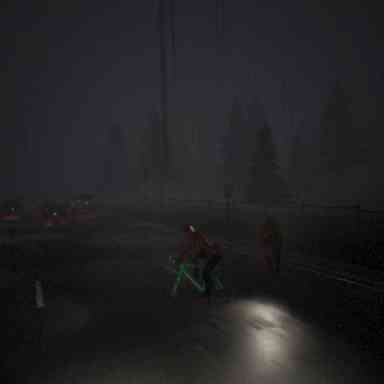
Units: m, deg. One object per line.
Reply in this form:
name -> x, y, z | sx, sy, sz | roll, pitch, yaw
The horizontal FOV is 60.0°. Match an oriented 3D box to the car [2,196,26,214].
car -> -19.232, 1.498, 35.807 | 1.837, 1.490, 4.892 | 0, -1, -26

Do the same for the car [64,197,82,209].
car -> -16.581, 1.522, 46.124 | 1.812, 1.442, 4.674 | 0, 0, -26

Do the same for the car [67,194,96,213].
car -> -12.314, 1.215, 37.460 | 2.150, 2.045, 5.566 | 0, 0, -26

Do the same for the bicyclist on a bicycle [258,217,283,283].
bicyclist on a bicycle -> 2.066, 1.449, 8.655 | 0.582, 1.620, 1.656 | 0, 2, 30

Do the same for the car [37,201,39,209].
car -> -19.037, 1.560, 43.332 | 1.994, 1.385, 4.181 | 0, 0, -27

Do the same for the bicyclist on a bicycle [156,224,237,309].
bicyclist on a bicycle -> 0.099, 1.454, 6.515 | 1.656, 1.620, 0.582 | -2, 1, -14

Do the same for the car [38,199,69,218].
car -> -12.873, 1.598, 30.820 | 1.895, 1.301, 4.718 | 0, 0, -26
